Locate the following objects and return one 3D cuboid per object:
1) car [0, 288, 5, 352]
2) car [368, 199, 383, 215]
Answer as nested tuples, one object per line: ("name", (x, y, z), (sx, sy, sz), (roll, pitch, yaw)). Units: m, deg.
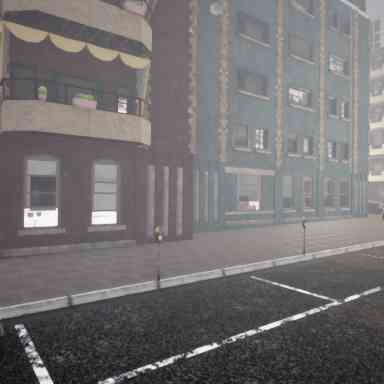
("car", (-4.195, 1.566, 3.097), (4.313, 1.339, 1.947), (0, 1, -35))
("car", (16.142, 1.240, 32.639), (2.192, 1.841, 5.009), (1, 0, -36))
